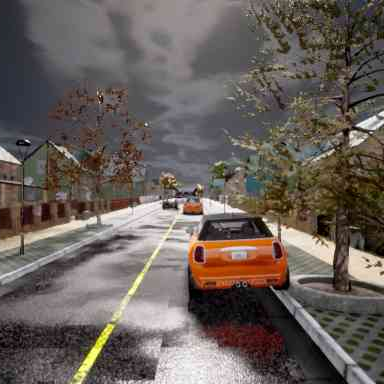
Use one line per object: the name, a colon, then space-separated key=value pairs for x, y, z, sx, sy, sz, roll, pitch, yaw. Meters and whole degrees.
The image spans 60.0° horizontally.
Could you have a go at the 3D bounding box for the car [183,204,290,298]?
car: x=0.936 y=1.311 z=8.727 sx=2.097 sy=1.767 sz=4.553 roll=-3 pitch=-1 yaw=0

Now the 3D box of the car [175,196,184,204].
car: x=-2.631 y=1.712 z=71.786 sx=1.812 sy=1.442 sz=4.674 roll=0 pitch=0 yaw=0

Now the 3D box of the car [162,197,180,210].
car: x=-2.776 y=1.645 z=43.450 sx=1.994 sy=1.385 sz=4.181 roll=0 pitch=0 yaw=0

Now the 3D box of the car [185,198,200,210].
car: x=0.097 y=1.636 z=45.940 sx=2.033 sy=1.411 sz=5.357 roll=0 pitch=0 yaw=1

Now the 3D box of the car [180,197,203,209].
car: x=0.132 y=1.414 z=36.159 sx=2.097 sy=1.767 sz=4.553 roll=0 pitch=0 yaw=0
